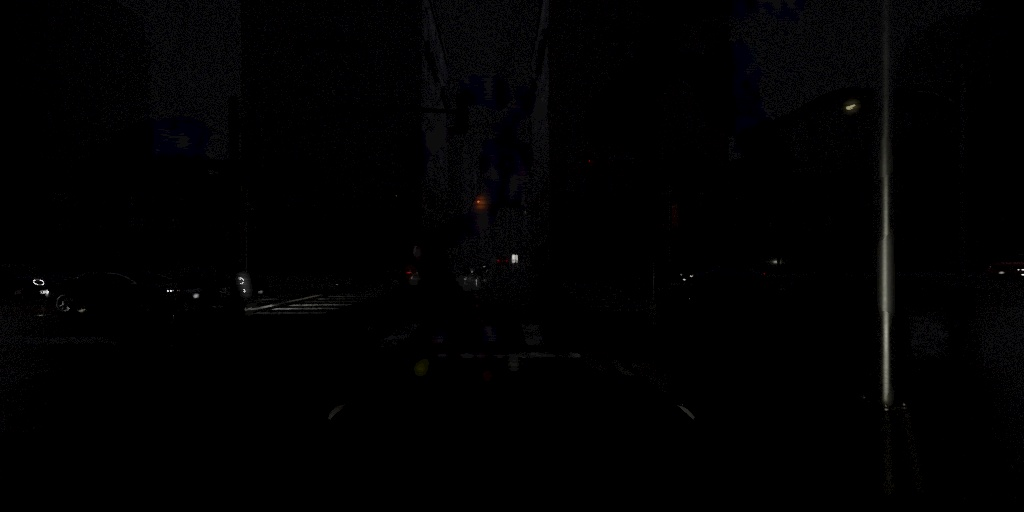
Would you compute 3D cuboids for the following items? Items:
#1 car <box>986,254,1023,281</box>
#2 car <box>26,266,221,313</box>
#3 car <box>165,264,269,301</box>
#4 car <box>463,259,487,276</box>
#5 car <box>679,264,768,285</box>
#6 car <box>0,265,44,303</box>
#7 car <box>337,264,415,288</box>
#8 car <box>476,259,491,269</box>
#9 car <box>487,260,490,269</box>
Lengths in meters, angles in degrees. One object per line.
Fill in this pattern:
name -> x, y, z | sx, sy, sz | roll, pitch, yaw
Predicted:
car -> 37.322, 0.830, 25.375 | 5.566, 2.045, 2.150 | 0, 0, -1
car -> -14.652, 1.290, 13.805 | 4.902, 1.511, 2.128 | 0, 0, -2
car -> -14.250, 1.148, 17.072 | 4.553, 1.767, 2.097 | 0, 0, -2
car -> -4.005, 1.260, 37.534 | 2.128, 1.511, 4.902 | 0, 0, -2
car -> 14.488, 1.228, 24.682 | 5.357, 1.411, 2.033 | 0, 0, -2
car -> -23.095, 1.183, 16.796 | 4.553, 1.767, 2.097 | 0, 0, -2
car -> -9.018, 1.277, 23.941 | 4.892, 1.490, 1.837 | 0, 0, -2
car -> -4.578, 1.282, 58.309 | 2.128, 1.511, 4.902 | 0, 0, -1
car -> -4.293, 1.285, 47.913 | 1.837, 1.490, 4.892 | 0, 0, -2
